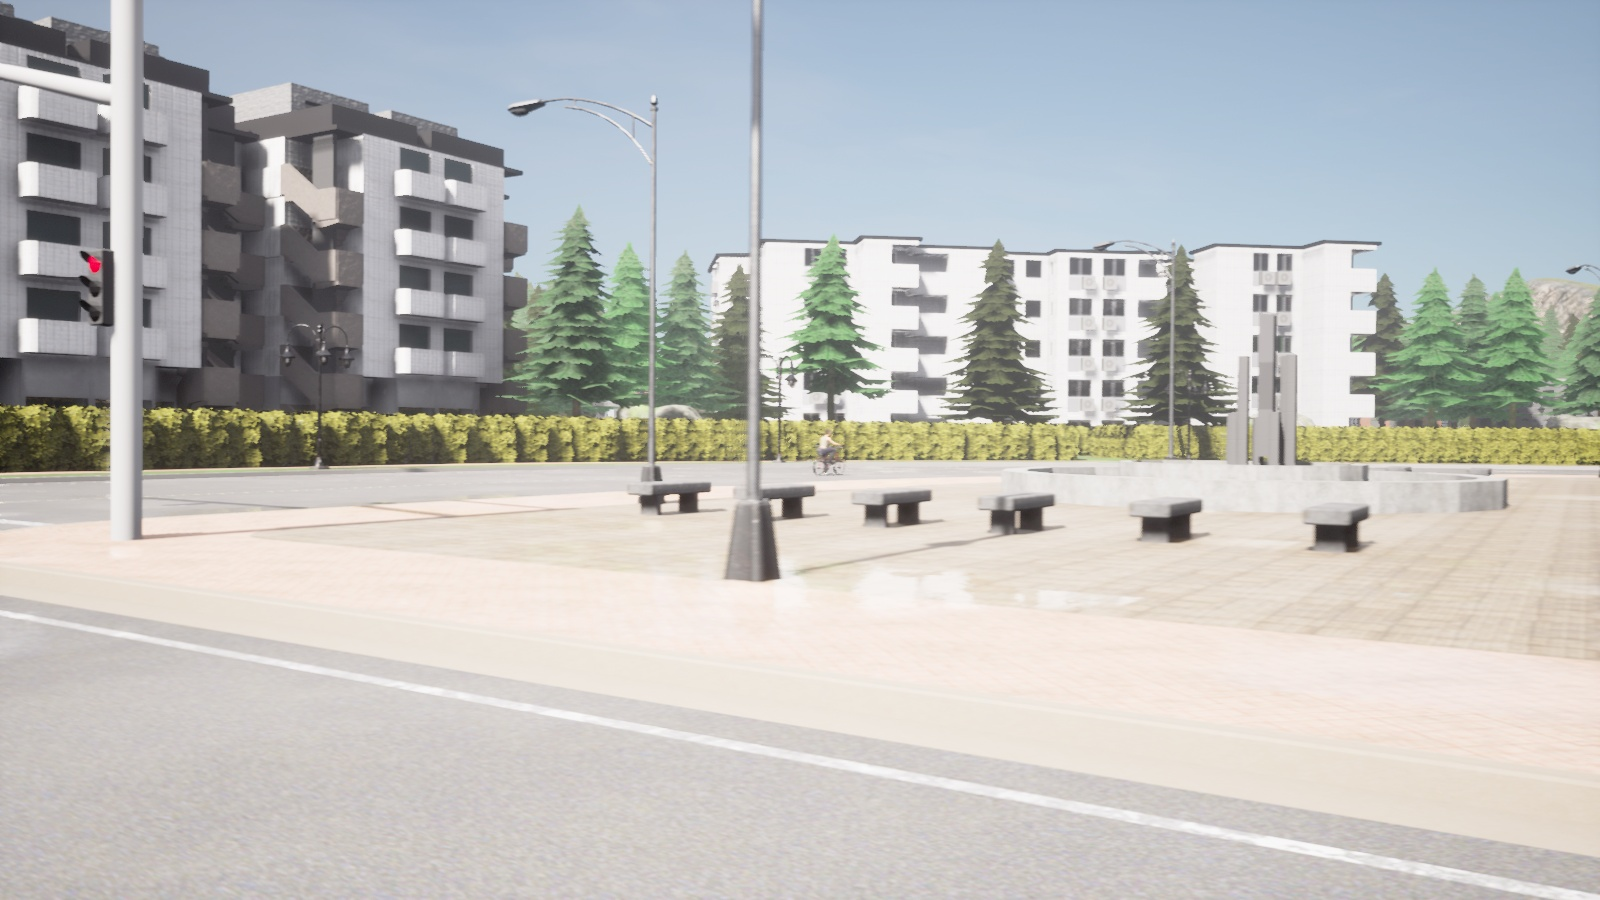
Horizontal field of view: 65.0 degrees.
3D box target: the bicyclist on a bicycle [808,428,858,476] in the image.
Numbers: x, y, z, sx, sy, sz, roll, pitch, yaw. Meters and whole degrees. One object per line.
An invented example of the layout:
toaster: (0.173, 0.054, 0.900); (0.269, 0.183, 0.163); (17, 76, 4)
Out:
bicyclist on a bicycle: (1.148, 0.065, 43.394); (1.509, 1.612, 0.866); (-1, 1, -40)
